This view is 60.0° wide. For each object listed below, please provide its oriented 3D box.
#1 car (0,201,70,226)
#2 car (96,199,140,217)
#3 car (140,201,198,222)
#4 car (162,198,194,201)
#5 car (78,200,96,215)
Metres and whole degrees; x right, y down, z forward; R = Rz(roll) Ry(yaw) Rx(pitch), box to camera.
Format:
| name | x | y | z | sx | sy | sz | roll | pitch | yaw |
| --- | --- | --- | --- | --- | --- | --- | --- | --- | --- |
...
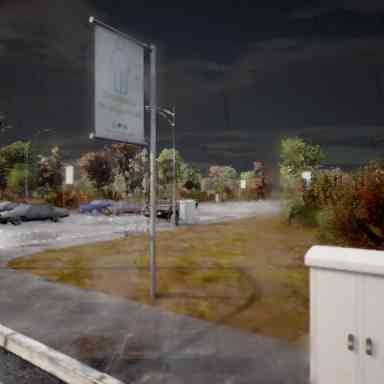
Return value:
| name | x | y | z | sx | sy | sz | roll | pitch | yaw |
| --- | --- | --- | --- | --- | --- | --- | --- | --- | --- |
| car | -11.680 | 1.576 | 24.430 | 2.033 | 1.411 | 5.357 | 0 | 0 | 32 |
| car | -6.760 | 1.593 | 32.207 | 1.994 | 1.385 | 4.181 | 0 | 0 | 33 |
| car | -1.699 | 1.621 | 26.821 | 1.895 | 1.301 | 4.718 | 0 | 0 | 33 |
| car | -1.166 | 1.508 | 41.048 | 1.882 | 1.535 | 5.008 | 0 | 0 | 32 |
| car | -9.473 | 1.511 | 34.474 | 1.882 | 1.535 | 5.008 | 0 | 0 | 32 |
